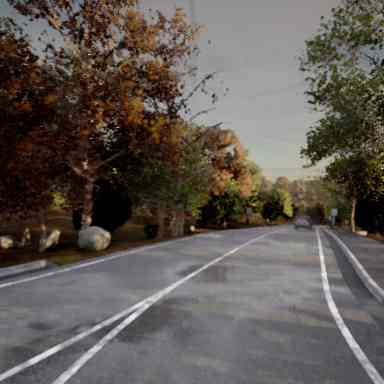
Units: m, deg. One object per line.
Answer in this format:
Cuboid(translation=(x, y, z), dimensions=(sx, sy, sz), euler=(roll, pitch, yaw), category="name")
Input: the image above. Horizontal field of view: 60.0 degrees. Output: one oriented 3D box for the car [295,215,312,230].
Cuboid(translation=(14.293, 4.122, 43.011), dimensions=(2.033, 1.411, 5.357), euler=(1, -5, 20), category="car")
